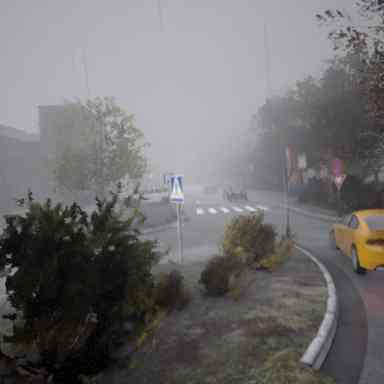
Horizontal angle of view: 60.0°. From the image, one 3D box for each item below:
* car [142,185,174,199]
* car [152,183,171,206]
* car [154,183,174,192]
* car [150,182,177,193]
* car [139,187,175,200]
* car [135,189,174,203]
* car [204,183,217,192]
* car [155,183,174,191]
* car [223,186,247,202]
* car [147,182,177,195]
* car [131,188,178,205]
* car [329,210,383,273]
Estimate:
[{"bbox_3d":[-5.503,-0.031,53.198,4.553,1.767,2.185,-5,2,-23],"label":"car"},{"bbox_3d":[-4.570,0.535,35.190,5.566,2.045,2.435,-5,3,-23],"label":"car"},{"bbox_3d":[-6.960,-1.149,83.165,4.553,1.767,2.185,-5,2,-23],"label":"car"},{"bbox_3d":[-6.633,-1.062,77.199,5.566,2.045,2.435,-5,2,-23],"label":"car"},{"bbox_3d":[-5.305,0.207,50.208,5.008,1.535,2.097,-5,3,-23],"label":"car"},{"bbox_3d":[-5.010,0.478,44.218,4.674,1.452,2.002,-5,2,-23],"label":"car"},{"bbox_3d":[3.449,-0.922,63.539,2.097,1.767,4.553,-3,2,-3],"label":"car"},{"bbox_3d":[-7.107,-1.256,86.161,4.553,1.767,2.185,-5,2,-23],"label":"car"},{"bbox_3d":[4.818,0.062,37.818,2.097,1.767,4.553,-3,2,-3],"label":"car"},{"bbox_3d":[-6.186,-0.731,68.199,5.566,2.045,2.435,-5,2,-23],"label":"car"},{"bbox_3d":[-4.680,0.536,41.290,5.366,1.575,1.946,-5,2,-23],"label":"car"},{"bbox_3d":[5.485,1.257,9.899,1.882,1.535,5.008,-3,1,13],"label":"car"}]
